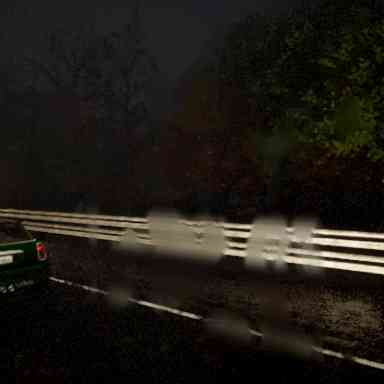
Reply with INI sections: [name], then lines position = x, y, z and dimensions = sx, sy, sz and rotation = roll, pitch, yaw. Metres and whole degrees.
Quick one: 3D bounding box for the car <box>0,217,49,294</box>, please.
[car]
position = -5.361, 1.333, 7.670
dimensions = 4.553, 1.767, 2.097
rotation = 0, 0, 35
